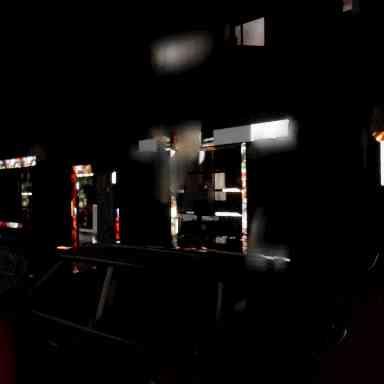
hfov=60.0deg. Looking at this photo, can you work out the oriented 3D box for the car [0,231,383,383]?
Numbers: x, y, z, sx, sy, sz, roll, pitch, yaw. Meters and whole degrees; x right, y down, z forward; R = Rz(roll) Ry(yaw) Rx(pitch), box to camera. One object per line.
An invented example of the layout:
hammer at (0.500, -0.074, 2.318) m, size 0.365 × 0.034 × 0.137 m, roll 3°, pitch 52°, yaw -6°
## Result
car at (-0.340, 1.316, 3.131) m, size 5.009 × 1.841 × 2.192 m, roll 0°, pitch -1°, yaw 35°
